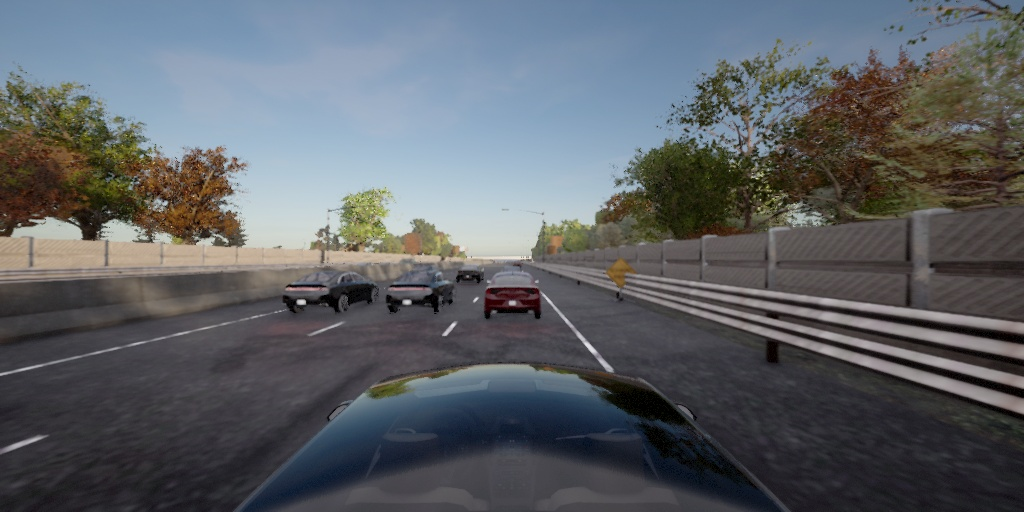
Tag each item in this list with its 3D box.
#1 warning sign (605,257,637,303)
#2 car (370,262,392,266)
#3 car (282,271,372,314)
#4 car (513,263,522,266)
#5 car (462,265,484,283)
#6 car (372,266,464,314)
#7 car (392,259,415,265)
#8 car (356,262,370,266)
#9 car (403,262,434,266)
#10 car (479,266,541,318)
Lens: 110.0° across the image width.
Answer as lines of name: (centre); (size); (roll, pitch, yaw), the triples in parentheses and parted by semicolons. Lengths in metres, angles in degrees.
warning sign: (4.546, 0.970, 14.991); (1.300, 1.860, 1.060); (0, 0, 0)
car: (-21.048, 1.750, 59.528); (2.128, 1.511, 4.902); (0, -1, 1)
car: (-6.958, 1.341, 14.316); (2.128, 1.511, 4.902); (0, 0, 0)
car: (0.014, 1.506, 27.170); (2.033, 1.411, 5.357); (0, 0, 0)
car: (-3.455, 1.466, 30.586); (1.882, 1.535, 5.008); (0, 0, 0)
car: (-3.459, 1.341, 14.318); (2.128, 1.511, 4.902); (0, 0, 1)
car: (-17.551, 1.479, 59.577); (2.150, 2.045, 5.566); (0, -1, 1)
car: (-24.544, 1.781, 59.377); (1.812, 1.442, 4.674); (0, -1, 1)
car: (-6.962, 1.469, 29.323); (2.128, 1.511, 4.902); (0, 0, 0)
car: (0.033, 1.321, 13.511); (1.882, 1.535, 5.008); (0, -1, 0)
